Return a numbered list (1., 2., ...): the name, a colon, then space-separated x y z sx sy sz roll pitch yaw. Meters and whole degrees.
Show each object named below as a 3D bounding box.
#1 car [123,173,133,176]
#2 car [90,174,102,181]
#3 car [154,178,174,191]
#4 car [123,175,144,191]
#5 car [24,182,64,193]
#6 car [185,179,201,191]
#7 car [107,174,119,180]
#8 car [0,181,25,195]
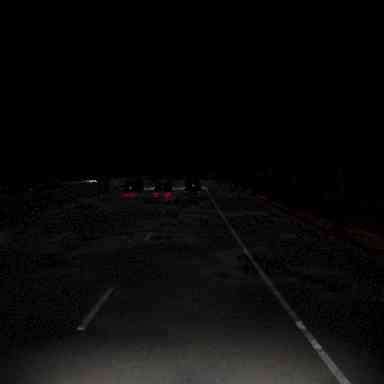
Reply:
1. car: -13.922 -3.294 73.022 1.837 1.490 4.892 0 3 0
2. car: -20.922 -3.270 73.031 2.128 1.511 4.902 0 3 0
3. car: -3.362 -0.916 40.017 1.812 1.442 4.674 0 5 0
4. car: -6.864 -0.907 39.640 1.837 1.490 4.892 0 5 0
5. car: -14.063 -0.292 32.653 1.895 1.301 4.718 0 4 0
6. car: 0.139 -0.944 40.921 1.994 1.385 4.181 0 4 0
7. car: -17.421 -3.291 73.444 2.128 1.511 4.902 0 3 0
8. car: -17.563 -0.375 33.032 2.033 1.411 5.357 0 4 0
